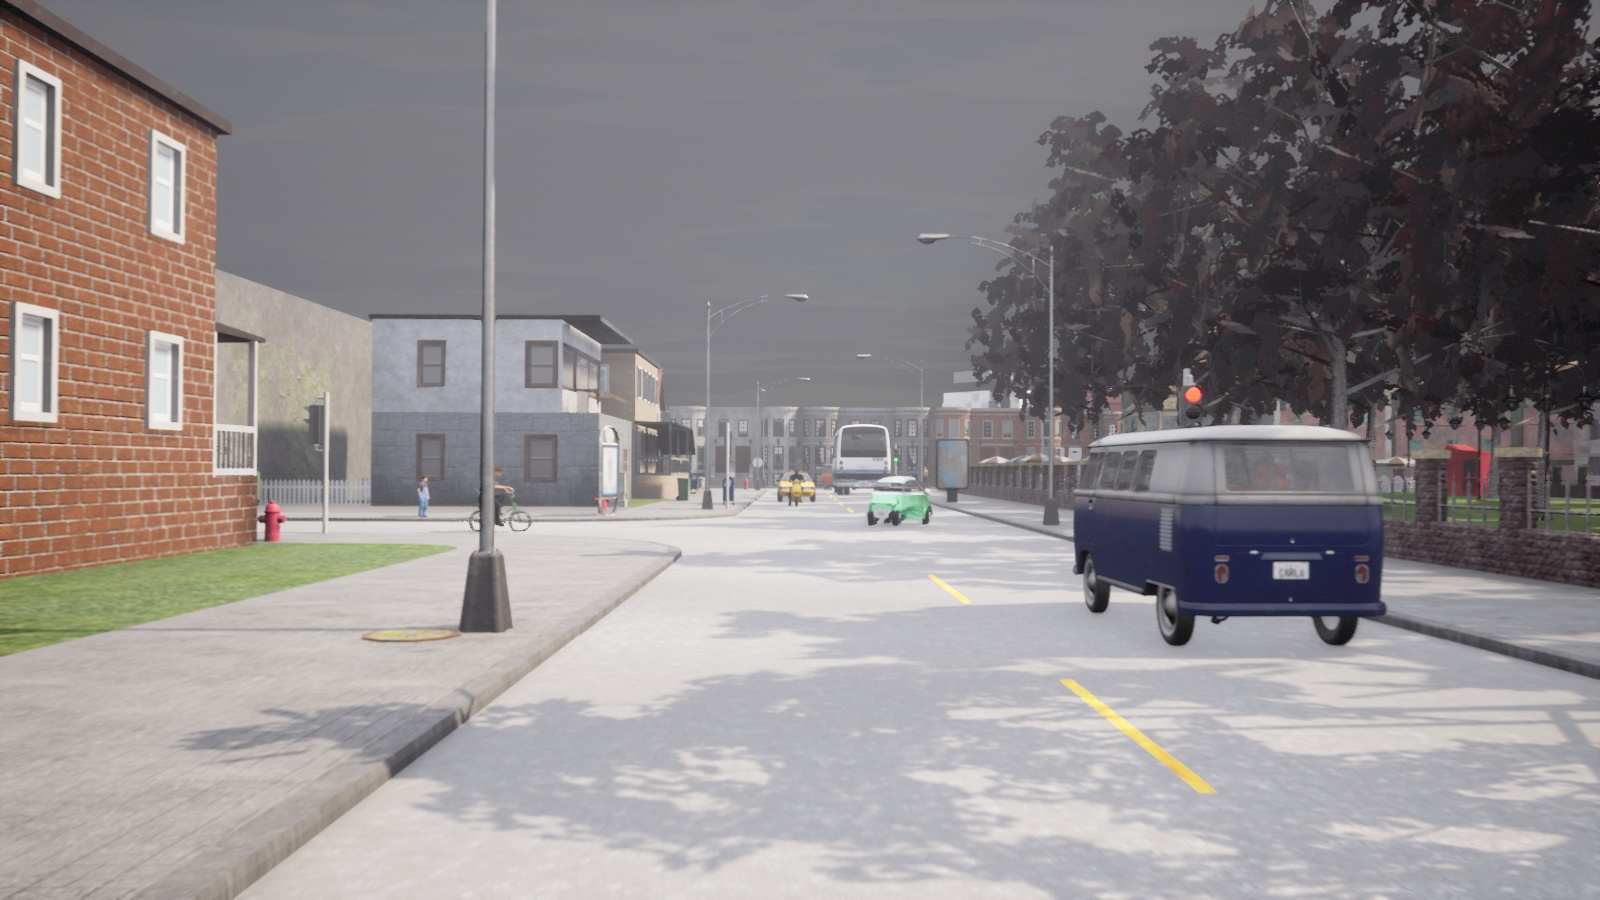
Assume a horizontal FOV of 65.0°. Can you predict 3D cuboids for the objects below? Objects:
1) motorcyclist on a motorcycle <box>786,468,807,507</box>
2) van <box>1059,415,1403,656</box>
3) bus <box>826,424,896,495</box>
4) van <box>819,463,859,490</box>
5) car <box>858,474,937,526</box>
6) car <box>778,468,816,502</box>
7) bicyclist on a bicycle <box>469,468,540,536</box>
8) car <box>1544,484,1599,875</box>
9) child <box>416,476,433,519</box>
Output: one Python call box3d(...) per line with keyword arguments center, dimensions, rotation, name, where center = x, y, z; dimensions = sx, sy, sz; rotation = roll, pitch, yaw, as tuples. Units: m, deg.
box3d(center=(-0.131, 1.582, 53.382), dimensions=(0.866, 1.590, 1.817), rotation=(0, -1, 0), name="motorcyclist on a motorcycle")
box3d(center=(4.033, 0.742, 12.633), dimensions=(1.775, 1.987, 4.442), rotation=(0, -1, -2), name="van")
box3d(center=(3.792, 0.650, 80.474), dimensions=(3.944, 4.253, 10.273), rotation=(0, -1, 0), name="bus")
box3d(center=(2.947, 2.008, 95.237), dimensions=(1.775, 1.987, 4.442), rotation=(0, -1, -16), name="van")
box3d(center=(2.795, 1.401, 35.654), dimensions=(1.481, 1.376, 2.207), rotation=(0, 0, 28), name="car")
box3d(center=(-0.157, 1.695, 61.760), dimensions=(1.801, 1.575, 5.366), rotation=(0, -1, 0), name="car")
box3d(center=(-7.121, 1.240, 30.289), dimensions=(1.509, 1.612, 0.866), rotation=(0, -1, 0), name="bicyclist on a bicycle")
box3d(center=(4.058, 0.861, 3.378), dimensions=(1.845, 1.501, 3.633), rotation=(0, -1, -2), name="car")
box3d(center=(-11.127, 1.415, 37.223), dimensions=(0.437, 1.263, 0.270), rotation=(-1, -1, 33), name="child")
